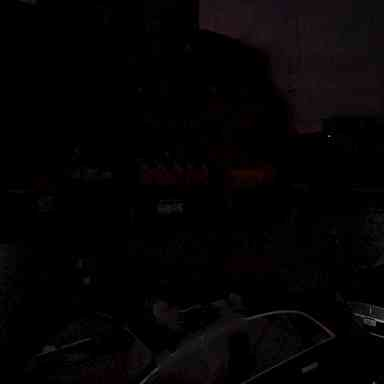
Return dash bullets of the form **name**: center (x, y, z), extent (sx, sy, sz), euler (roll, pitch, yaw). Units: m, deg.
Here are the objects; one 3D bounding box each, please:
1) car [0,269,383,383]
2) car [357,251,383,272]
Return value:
- **car**: center (-0.225, 1.550, 2.674), extent (4.403, 1.369, 2.008), euler (0, -2, -35)
- **car**: center (4.214, 1.549, 5.835), extent (4.403, 1.369, 2.008), euler (0, -2, -35)
